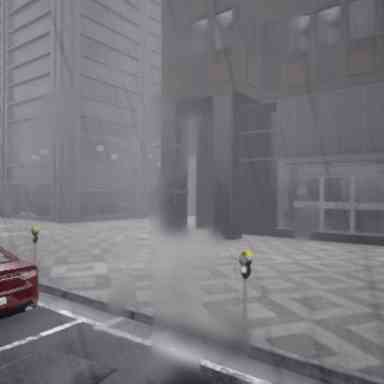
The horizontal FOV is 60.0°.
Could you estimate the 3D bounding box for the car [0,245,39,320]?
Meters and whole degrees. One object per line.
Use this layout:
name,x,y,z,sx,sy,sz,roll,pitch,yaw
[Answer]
car,-4.732,1.524,6.334,4.507,1.381,1.887,0,0,36
